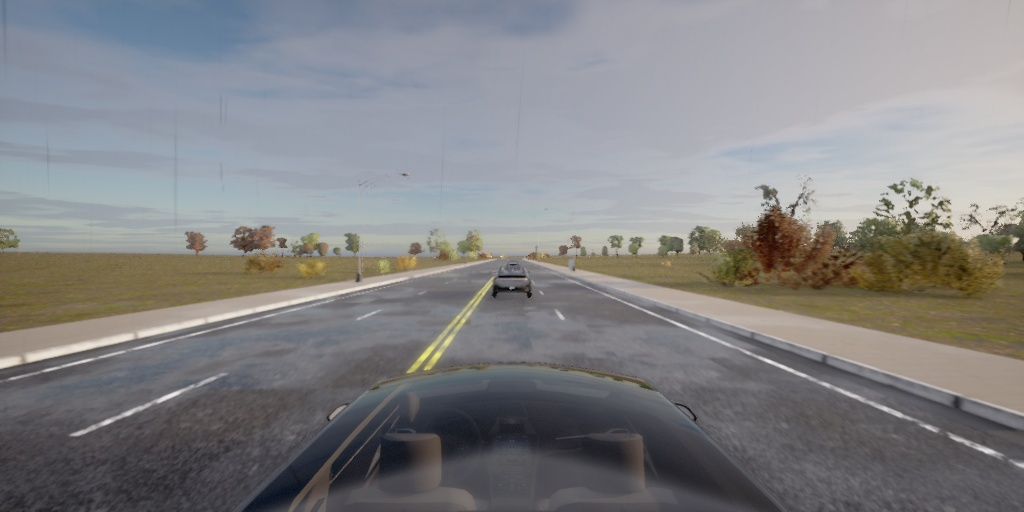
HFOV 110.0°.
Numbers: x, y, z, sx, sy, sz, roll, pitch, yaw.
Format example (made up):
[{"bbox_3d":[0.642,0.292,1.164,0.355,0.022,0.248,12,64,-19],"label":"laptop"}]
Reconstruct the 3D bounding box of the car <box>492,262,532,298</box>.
[{"bbox_3d":[-0.001,1.254,18.652,2.128,1.511,4.902,0,0,0],"label":"car"}]

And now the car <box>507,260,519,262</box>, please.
[{"bbox_3d":[0.105,1.284,41.243,1.837,1.490,4.892,0,0,0],"label":"car"}]
